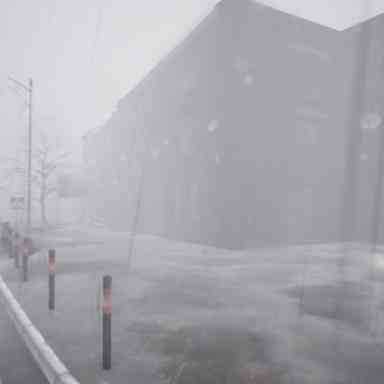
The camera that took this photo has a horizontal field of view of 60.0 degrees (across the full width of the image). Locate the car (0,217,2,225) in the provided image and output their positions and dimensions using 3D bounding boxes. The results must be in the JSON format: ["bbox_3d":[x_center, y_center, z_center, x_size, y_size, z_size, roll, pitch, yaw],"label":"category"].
[{"bbox_3d":[-26.119,3.721,43.636,2.128,1.511,4.902,1,-3,-27],"label":"car"}]
